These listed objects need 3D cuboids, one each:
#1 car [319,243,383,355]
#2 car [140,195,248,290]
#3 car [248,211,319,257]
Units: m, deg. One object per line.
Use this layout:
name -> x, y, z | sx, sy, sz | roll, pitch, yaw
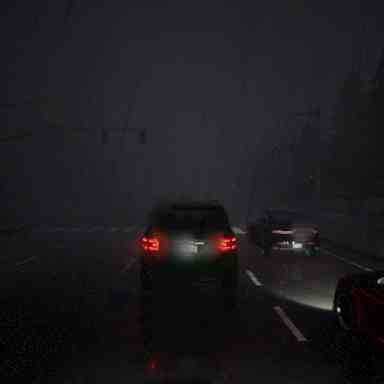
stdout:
car -> 3.424, 1.564, 4.064 | 1.994, 1.385, 4.181 | 0, 0, -1
car -> -0.100, 1.221, 9.215 | 2.150, 2.045, 5.566 | 0, 0, -1
car -> 3.333, 1.491, 12.972 | 2.128, 1.511, 4.902 | 0, 0, 0
